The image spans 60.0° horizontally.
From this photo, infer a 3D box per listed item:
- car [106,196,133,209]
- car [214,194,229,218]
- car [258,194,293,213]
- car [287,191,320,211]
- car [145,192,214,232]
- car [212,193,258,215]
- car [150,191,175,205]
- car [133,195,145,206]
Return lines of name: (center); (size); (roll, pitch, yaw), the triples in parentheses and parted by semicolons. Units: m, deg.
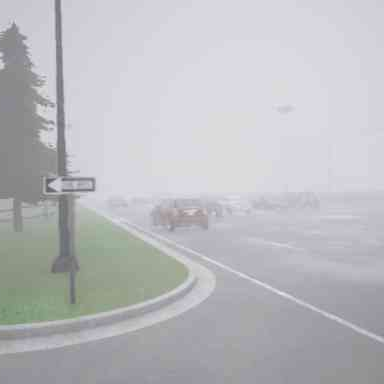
car: (-8.493, 1.144, 37.355); (2.033, 1.411, 5.357); (-1, 1, -22)
car: (0.540, 1.122, 24.333); (1.837, 1.490, 4.892); (-1, 1, -22)
car: (6.225, 1.038, 28.945); (1.895, 1.301, 4.718); (-1, 1, -22)
car: (9.432, 0.705, 30.334); (2.097, 1.767, 4.553); (-1, 1, -22)
car: (-0.853, 1.083, 18.430); (2.097, 1.767, 4.553); (-1, 1, -22)
car: (3.139, 1.048, 27.213); (1.812, 1.442, 4.674); (-1, 1, -22)
car: (-4.122, 0.746, 45.203); (2.097, 1.767, 4.553); (-1, 1, -22)
car: (-6.839, 1.086, 42.603); (1.895, 1.301, 4.718); (-1, 1, -22)
